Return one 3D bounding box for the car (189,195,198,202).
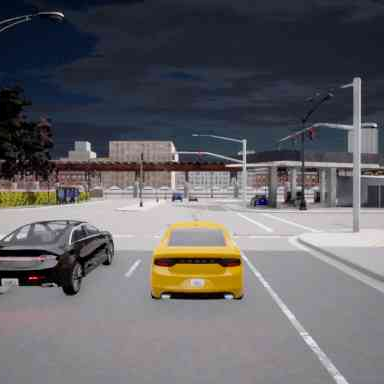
[{"bbox_3d":[0.259,1.446,73.414,1.994,1.385,4.181,0,0,0],"label":"car"}]

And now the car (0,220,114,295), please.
[{"bbox_3d":[-3.387,1.474,8.667,2.128,1.511,4.902,0,0,0],"label":"car"}]

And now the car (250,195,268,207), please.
[{"bbox_3d":[9.883,1.253,48.705,2.242,1.667,4.611,0,0,1],"label":"car"}]

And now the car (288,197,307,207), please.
[{"bbox_3d":[15.630,1.426,49.447,1.970,1.475,3.806,0,0,1],"label":"car"}]

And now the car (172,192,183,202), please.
[{"bbox_3d":[-3.239,1.122,74.025,2.150,2.045,5.566,0,0,0],"label":"car"}]

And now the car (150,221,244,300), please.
[{"bbox_3d":[0.112,1.468,8.446,1.882,1.535,5.008,0,0,0],"label":"car"}]
